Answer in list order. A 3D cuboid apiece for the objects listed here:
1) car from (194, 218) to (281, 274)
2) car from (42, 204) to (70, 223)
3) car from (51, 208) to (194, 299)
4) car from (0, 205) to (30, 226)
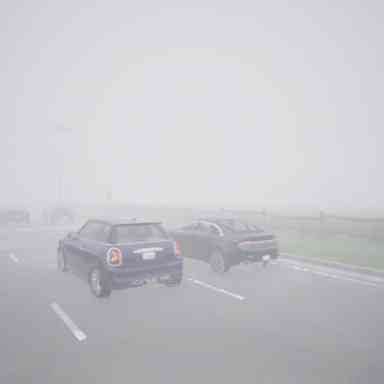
[{"bbox_3d":[0.679,1.620,11.183,2.128,1.511,4.902,0,-1,-35],"label":"car"},{"bbox_3d":[-11.835,1.834,29.251,1.837,1.490,4.892,0,-1,-35],"label":"car"},{"bbox_3d":[-2.163,1.456,9.140,2.097,1.767,4.553,0,-1,-35],"label":"car"},{"bbox_3d":[-14.314,1.776,26.685,1.882,1.535,5.008,0,-1,-35],"label":"car"}]
